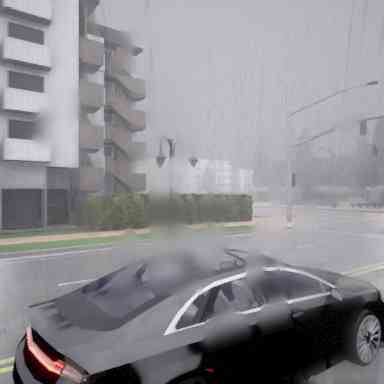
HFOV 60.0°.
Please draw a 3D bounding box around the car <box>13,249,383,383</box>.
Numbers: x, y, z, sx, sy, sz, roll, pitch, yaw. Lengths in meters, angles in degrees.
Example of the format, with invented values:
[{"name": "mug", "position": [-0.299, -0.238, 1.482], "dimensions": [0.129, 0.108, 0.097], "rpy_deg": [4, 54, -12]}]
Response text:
[{"name": "car", "position": [0.551, 1.490, 4.150], "dimensions": [4.902, 1.511, 2.128], "rpy_deg": [0, 0, -35]}]
